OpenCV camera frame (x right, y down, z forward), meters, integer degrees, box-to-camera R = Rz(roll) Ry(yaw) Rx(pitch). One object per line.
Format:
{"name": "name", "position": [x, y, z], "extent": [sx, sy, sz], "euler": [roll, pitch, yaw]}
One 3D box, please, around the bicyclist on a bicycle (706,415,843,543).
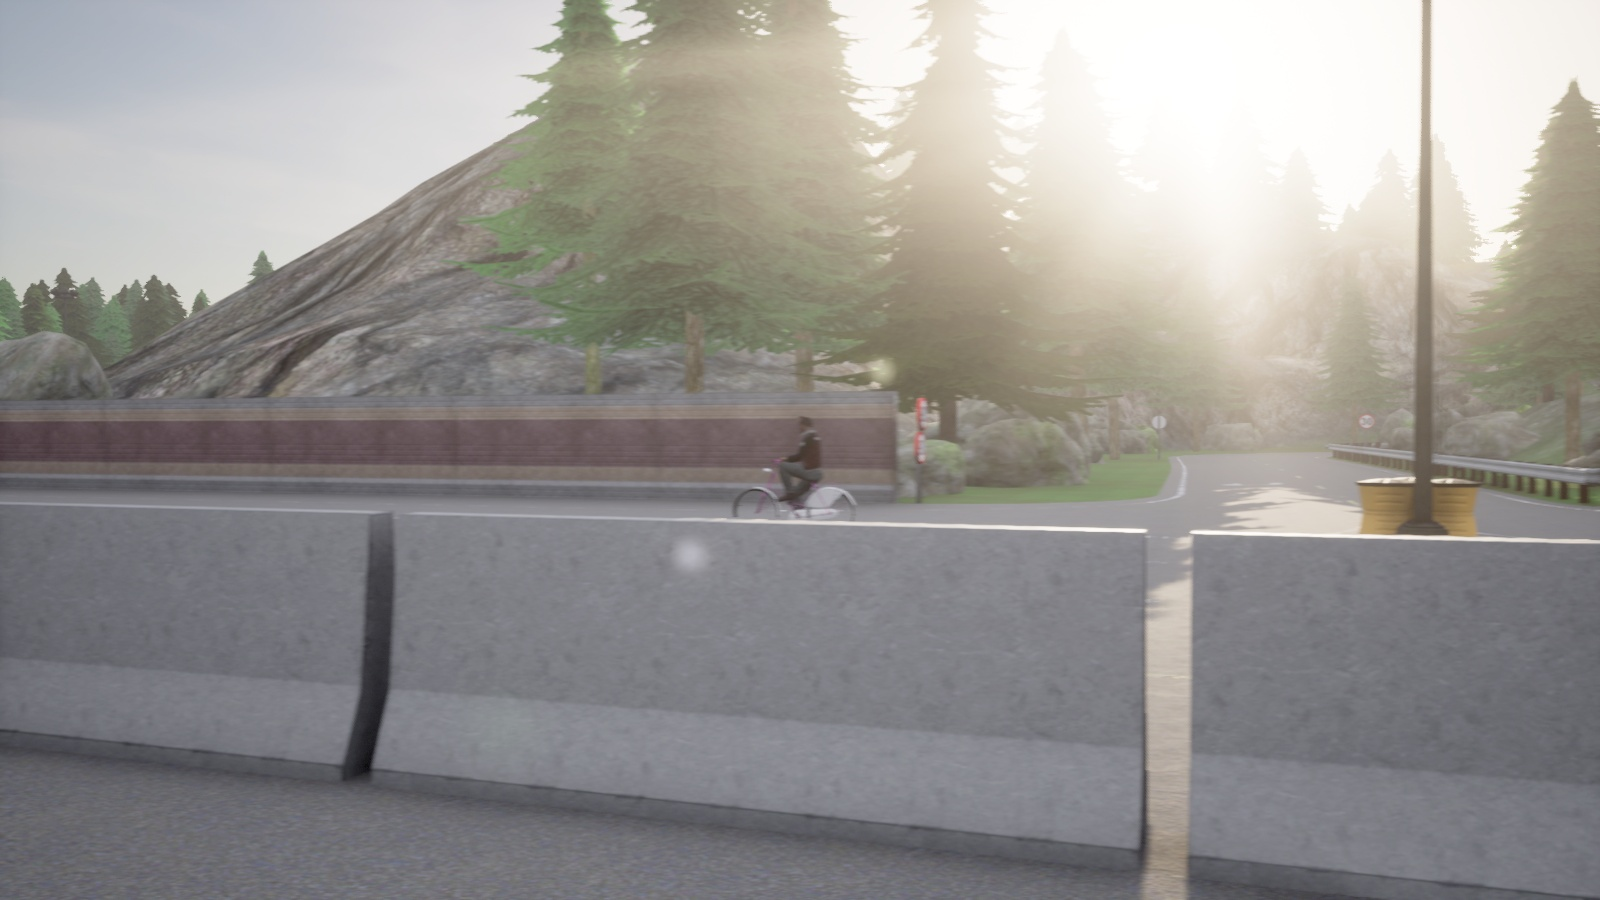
{"name": "bicyclist on a bicycle", "position": [-0.369, 0.389, 18.085], "extent": [1.843, 1.776, 0.659], "euler": [1, 1, 19]}
